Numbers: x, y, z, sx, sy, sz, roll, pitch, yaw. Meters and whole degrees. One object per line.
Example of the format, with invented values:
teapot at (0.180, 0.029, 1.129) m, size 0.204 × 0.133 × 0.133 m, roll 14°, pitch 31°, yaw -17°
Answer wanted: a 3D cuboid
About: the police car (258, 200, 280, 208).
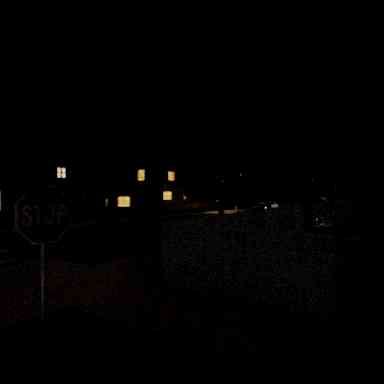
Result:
police car at (8.571, 1.715, 38.597) m, size 2.038 × 1.542 × 4.974 m, roll -1°, pitch -1°, yaw 34°
